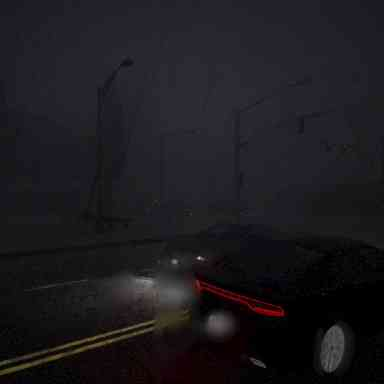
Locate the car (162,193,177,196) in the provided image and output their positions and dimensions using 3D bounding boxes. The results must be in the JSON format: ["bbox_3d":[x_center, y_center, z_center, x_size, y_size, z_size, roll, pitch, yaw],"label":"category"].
[{"bbox_3d":[-5.625,1.156,86.861,3.866,1.878,1.905,0,0,-37],"label":"car"}]

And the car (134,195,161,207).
[{"bbox_3d":[-7.318,1.353,52.052,2.097,1.767,4.553,0,0,-35],"label":"car"}]

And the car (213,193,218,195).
[{"bbox_3d":[6.079,1.156,71.110,3.866,1.878,1.905,0,0,-37],"label":"car"}]

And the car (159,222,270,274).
[{"bbox_3d":[1.175,1.564,9.395,4.181,1.385,1.994,0,0,-38],"label":"car"}]

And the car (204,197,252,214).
[{"bbox_3d":[3.972,1.547,35.918,2.033,1.411,5.357,0,0,-35],"label":"car"}]

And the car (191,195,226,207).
[{"bbox_3d":[2.463,1.547,50.608,2.033,1.411,5.357,0,0,-35],"label":"car"}]

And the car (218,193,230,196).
[{"bbox_3d":[7.793,1.395,68.776,3.806,1.475,1.970,0,0,-37],"label":"car"}]

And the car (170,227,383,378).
[{"bbox_3d":[2.278,1.478,5.631,5.008,1.535,1.882,0,0,-37],"label":"car"}]

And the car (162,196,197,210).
[{"bbox_3d":[-1.730,1.564,44.060,1.994,1.385,4.181,0,0,-35],"label":"car"}]

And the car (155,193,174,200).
[{"bbox_3d":[-7.303,1.153,89.220,4.605,1.855,1.932,0,0,-37],"label":"car"}]

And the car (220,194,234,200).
[{"bbox_3d":[10.024,1.395,95.078,3.806,1.475,1.970,0,0,-37],"label":"car"}]
